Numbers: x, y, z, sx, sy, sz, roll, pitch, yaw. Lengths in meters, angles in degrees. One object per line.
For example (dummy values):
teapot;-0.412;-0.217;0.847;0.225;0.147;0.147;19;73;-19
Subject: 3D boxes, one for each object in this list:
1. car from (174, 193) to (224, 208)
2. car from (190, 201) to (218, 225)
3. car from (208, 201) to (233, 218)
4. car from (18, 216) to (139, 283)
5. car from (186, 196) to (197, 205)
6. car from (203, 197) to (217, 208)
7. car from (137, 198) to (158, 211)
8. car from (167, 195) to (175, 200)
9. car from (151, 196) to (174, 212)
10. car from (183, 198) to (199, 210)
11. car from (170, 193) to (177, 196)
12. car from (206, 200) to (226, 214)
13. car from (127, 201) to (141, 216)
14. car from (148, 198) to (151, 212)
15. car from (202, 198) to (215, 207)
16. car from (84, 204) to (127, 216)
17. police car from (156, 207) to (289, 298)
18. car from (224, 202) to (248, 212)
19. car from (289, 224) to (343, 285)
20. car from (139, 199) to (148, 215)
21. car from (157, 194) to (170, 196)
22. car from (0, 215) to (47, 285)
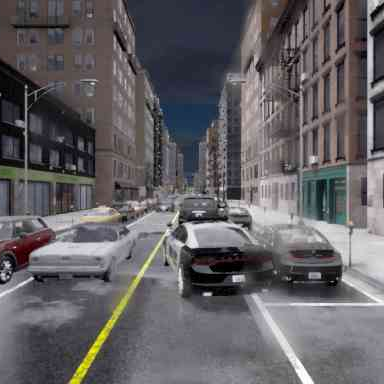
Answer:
car;0.439;1.221;18.875;2.150;2.045;5.566;0;0;2
car;0.768;1.476;24.806;1.882;1.535;5.008;0;0;0
car;2.566;1.563;30.933;1.947;1.339;4.313;0;0;0
car;-2.869;1.600;9.760;1.895;1.301;4.718;0;0;0
car;-0.140;1.507;59.349;1.812;1.442;4.674;0;0;0
car;2.527;1.515;47.341;1.752;1.417;4.829;0;0;0
car;-5.485;1.544;41.748;2.008;1.369;4.403;0;0;0
car;-5.600;1.502;89.904;1.887;1.381;4.507;0;0;0
car;-2.834;1.488;35.847;2.128;1.511;4.902;0;0;0
car;-0.095;1.539;45.325;2.033;1.411;5.357;0;0;0
car;-5.587;1.513;84.450;2.008;1.369;4.403;0;0;0
car;2.553;1.562;36.345;1.947;1.339;4.313;0;0;0
car;-5.447;1.564;25.510;1.947;1.339;4.313;0;0;0
car;-5.472;1.578;36.336;1.802;1.307;4.206;0;0;0
car;2.514;1.568;52.584;1.802;1.307;4.206;0;0;0
car;-5.433;1.524;19.927;1.752;1.417;4.829;0;0;0
police car;0.362;1.424;8.790;1.930;1.638;5.238;0;0;-12
car;2.591;1.549;20.107;2.008;1.369;4.403;0;0;0
car;2.617;1.550;9.282;2.008;1.369;4.403;0;0;0
car;-5.459;1.523;30.753;1.752;1.417;4.829;0;0;0
car;-5.524;1.297;57.986;2.192;1.841;5.009;0;0;0
car;-5.408;1.440;9.272;1.967;1.590;4.097;0;0;0
